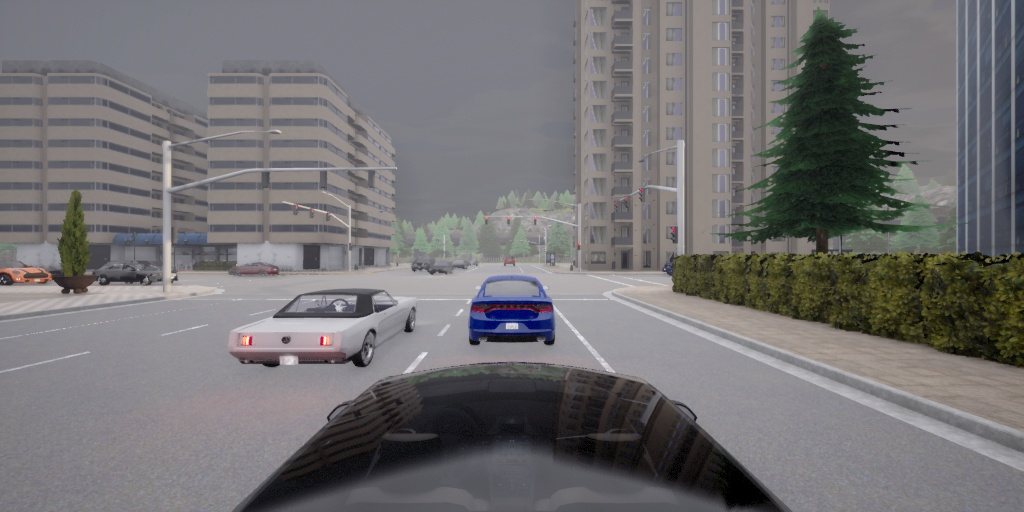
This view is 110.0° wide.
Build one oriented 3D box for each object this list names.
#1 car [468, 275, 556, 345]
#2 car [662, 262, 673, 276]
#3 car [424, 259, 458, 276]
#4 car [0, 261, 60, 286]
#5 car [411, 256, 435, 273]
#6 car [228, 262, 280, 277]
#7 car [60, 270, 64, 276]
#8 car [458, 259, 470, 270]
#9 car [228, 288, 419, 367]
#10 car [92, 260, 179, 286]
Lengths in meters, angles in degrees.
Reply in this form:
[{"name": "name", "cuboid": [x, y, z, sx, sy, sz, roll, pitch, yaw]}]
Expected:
[{"name": "car", "cuboid": [-0.004, 1.228, 9.521, 1.882, 1.535, 5.008, 0, 0, 0]}, {"name": "car", "cuboid": [17.892, 0.971, 35.469, 5.566, 2.045, 2.150, 0, 0, 0]}, {"name": "car", "cuboid": [-7.426, 1.298, 38.164, 2.033, 1.411, 5.357, 0, 0, 0]}, {"name": "car", "cuboid": [-35.099, 1.102, 24.822, 4.553, 1.767, 2.097, 0, 0, 0]}, {"name": "car", "cuboid": [-10.979, 0.972, 45.125, 2.150, 2.045, 5.566, 0, 0, 0]}, {"name": "car", "cuboid": [-25.523, 1.314, 35.584, 4.181, 1.385, 1.994, 0, 0, -1]}, {"name": "car", "cuboid": [-38.615, 1.351, 28.329, 4.718, 1.301, 1.895, 0, 0, 0]}, {"name": "car", "cuboid": [-7.540, 1.227, 51.302, 1.882, 1.535, 5.008, 0, 0, 0]}, {"name": "car", "cuboid": [-3.497, 1.351, 7.855, 1.895, 1.301, 4.718, 0, 0, 0]}, {"name": "car", "cuboid": [-25.947, 1.241, 24.792, 4.902, 1.511, 2.128, 0, 0, 1]}]
